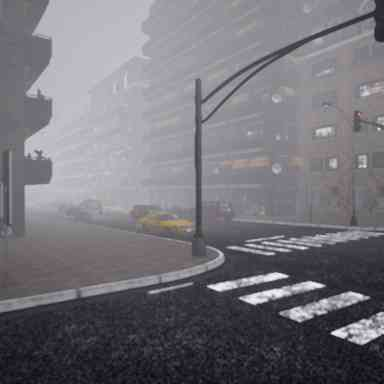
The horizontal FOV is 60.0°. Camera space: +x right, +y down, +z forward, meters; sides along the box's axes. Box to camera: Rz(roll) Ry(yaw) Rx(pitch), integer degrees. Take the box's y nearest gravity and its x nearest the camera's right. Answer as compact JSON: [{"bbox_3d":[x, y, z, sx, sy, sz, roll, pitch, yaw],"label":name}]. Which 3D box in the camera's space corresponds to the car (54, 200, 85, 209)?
[{"bbox_3d":[-16.837,2.303,45.577,2.128,1.511,4.902,0,-1,-36],"label":"car"}]

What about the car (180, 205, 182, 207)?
[{"bbox_3d":[-1.640,2.011,34.378,1.887,1.381,4.507,-2,0,-36],"label":"car"}]

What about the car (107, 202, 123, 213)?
[{"bbox_3d":[-12.185,2.255,49.720,1.801,1.575,5.366,0,-1,-36],"label":"car"}]

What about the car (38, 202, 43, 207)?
[{"bbox_3d":[-34.975,3.016,80.164,1.887,1.381,4.507,-2,0,-36],"label":"car"}]

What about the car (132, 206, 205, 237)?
[{"bbox_3d":[-1.585,1.814,20.121,1.752,1.417,4.829,-2,0,-36],"label":"car"}]

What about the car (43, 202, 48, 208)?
[{"bbox_3d":[-31.640,2.939,75.585,1.947,1.339,4.313,-2,0,-36],"label":"car"}]

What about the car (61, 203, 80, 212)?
[{"bbox_3d":[-20.296,2.544,55.511,1.994,1.385,4.181,0,-1,-36],"label":"car"}]

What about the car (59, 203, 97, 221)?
[{"bbox_3d":[-11.686,2.144,33.994,1.887,1.381,4.507,-2,0,-36],"label":"car"}]

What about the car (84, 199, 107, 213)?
[{"bbox_3d":[-14.760,2.034,47.996,2.150,2.045,5.566,0,-1,-36],"label":"car"}]

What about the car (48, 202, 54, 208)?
[{"bbox_3d":[-28.314,2.589,71.007,2.192,1.841,5.009,-2,0,-36],"label":"car"}]

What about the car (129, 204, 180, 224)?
[{"bbox_3d":[-3.303,1.749,26.903,2.097,1.767,4.553,0,-1,-36],"label":"car"}]

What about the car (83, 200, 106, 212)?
[{"bbox_3d":[-16.207,2.273,55.181,2.097,1.767,4.553,0,-1,-36],"label":"car"}]

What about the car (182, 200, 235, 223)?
[{"bbox_3d":[1.686,1.679,29.800,2.192,1.841,5.009,-2,0,-36],"label":"car"}]
